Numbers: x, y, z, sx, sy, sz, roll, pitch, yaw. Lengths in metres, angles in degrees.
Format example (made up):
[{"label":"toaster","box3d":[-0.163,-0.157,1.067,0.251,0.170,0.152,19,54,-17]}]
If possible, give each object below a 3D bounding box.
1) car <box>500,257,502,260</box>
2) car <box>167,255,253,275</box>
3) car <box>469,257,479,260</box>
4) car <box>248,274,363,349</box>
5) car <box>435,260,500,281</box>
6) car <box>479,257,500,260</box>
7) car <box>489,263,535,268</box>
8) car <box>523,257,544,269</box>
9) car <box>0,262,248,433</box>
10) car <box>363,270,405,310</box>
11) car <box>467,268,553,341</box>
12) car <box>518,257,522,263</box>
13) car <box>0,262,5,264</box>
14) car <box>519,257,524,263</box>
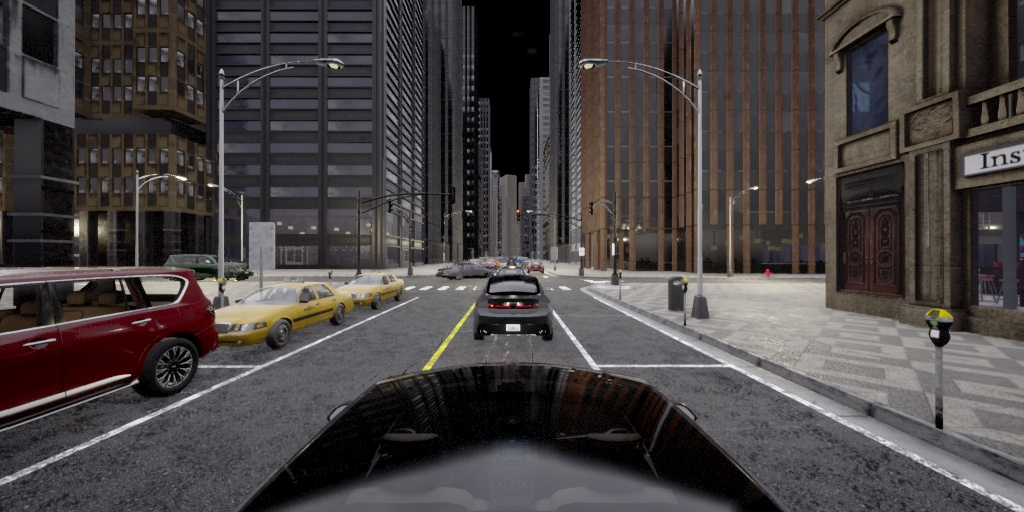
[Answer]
[{"label":"car","box3d":[-3.213,1.115,61.960,2.097,1.767,4.553,0,0,0]},{"label":"car","box3d":[-22.454,0.907,26.593,5.566,2.045,2.150,0,0,0]},{"label":"car","box3d":[-5.883,1.199,52.980,1.967,1.591,4.097,0,0,0]},{"label":"car","box3d":[-5.779,1.276,9.215,1.751,1.417,4.829,0,0,0]},{"label":"car","box3d":[-3.607,1.297,29.615,5.357,1.411,2.033,0,0,-37]},{"label":"car","box3d":[-3.205,1.111,52.010,2.097,1.767,4.553,0,0,0]},{"label":"car","box3d":[-0.043,1.298,20.238,2.033,1.411,5.357,0,0,0]},{"label":"car","box3d":[2.668,1.196,41.801,1.967,1.591,4.097,0,0,0]},{"label":"car","box3d":[-5.766,1.065,3.784,2.192,1.841,5.009,0,0,0]},{"label":"car","box3d":[-5.792,1.276,14.817,1.751,1.417,4.829,0,0,0]},{"label":"car","box3d":[0.037,1.255,9.909,1.837,1.490,4.892,0,0,0]},{"label":"car","box3d":[2.615,1.330,64.237,1.948,1.339,4.313,0,0,0]},{"label":"car","box3d":[-38.589,1.159,26.468,4.674,1.442,1.812,0,0,0]},{"label":"car","box3d":[2.628,1.312,58.628,2.007,1.370,4.403,0,0,0]}]
